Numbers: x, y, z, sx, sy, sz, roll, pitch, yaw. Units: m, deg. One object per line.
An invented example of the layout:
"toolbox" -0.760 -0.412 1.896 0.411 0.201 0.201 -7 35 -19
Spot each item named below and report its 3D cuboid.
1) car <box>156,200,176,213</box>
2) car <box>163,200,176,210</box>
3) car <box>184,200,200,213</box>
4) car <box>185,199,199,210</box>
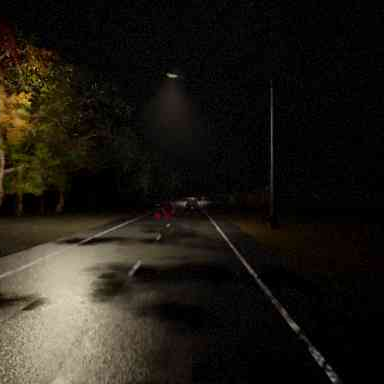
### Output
"car" -3.494 1.858 42.451 2.128 1.511 4.902 0 0 0
"car" -3.491 1.977 52.720 1.812 1.442 4.674 0 0 0
"car" 0.006 1.930 42.450 1.994 1.385 4.181 0 0 0
"car" 0.008 1.944 52.714 2.128 1.511 4.902 0 0 0
